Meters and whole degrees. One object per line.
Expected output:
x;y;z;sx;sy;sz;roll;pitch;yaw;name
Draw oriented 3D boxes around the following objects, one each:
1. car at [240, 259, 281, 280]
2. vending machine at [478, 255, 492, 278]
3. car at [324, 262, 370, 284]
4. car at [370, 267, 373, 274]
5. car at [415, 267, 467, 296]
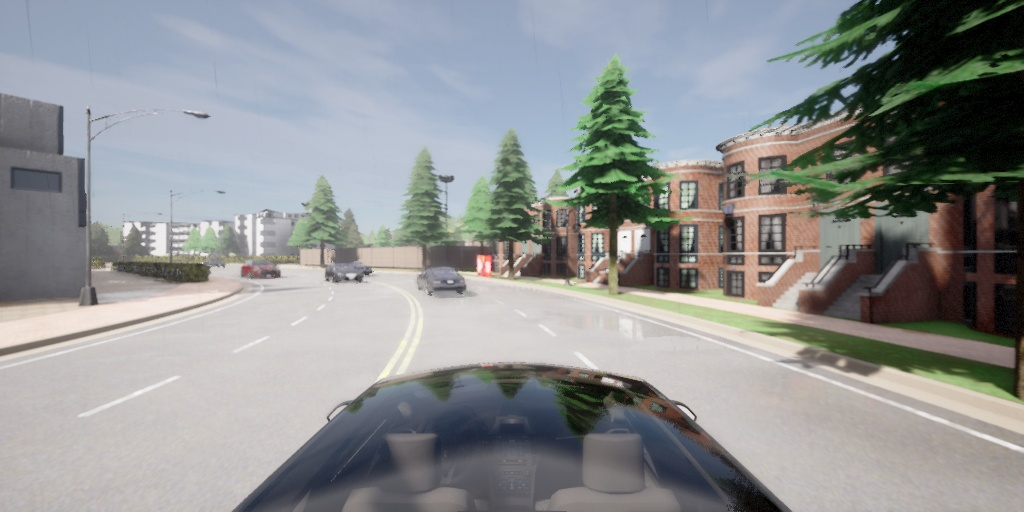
-22.285;1.108;31.782;4.553;1.767;2.097;0;0;40;car
-2.416;0.935;31.776;1.100;2.100;0.880;0;0;-35;vending machine
-12.601;1.241;26.755;2.128;1.511;4.902;0;0;-38;car
-15.997;1.296;35.876;5.357;1.411;2.033;0;0;41;car
-4.001;1.293;19.602;2.033;1.411;5.357;0;0;-24;car
